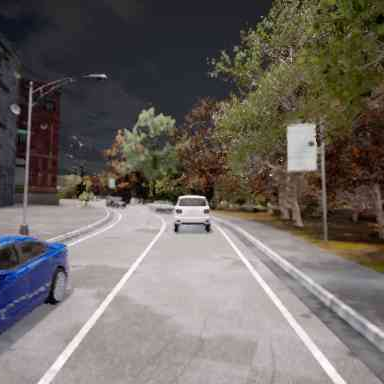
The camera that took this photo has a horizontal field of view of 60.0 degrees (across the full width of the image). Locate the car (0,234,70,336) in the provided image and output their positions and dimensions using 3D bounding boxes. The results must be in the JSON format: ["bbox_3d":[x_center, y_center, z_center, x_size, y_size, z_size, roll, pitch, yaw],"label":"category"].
[{"bbox_3d":[-3.613,1.487,5.309,1.882,1.535,5.008,0,0,0],"label":"car"}]

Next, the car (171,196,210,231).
[{"bbox_3d":[-0.107,1.267,21.292,2.150,2.045,5.566,0,0,-3],"label":"car"}]

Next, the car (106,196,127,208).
[{"bbox_3d":[-10.375,1.370,45.516,2.128,1.511,4.902,3,-1,-28],"label":"car"}]

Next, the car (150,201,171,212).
[{"bbox_3d":[-3.720,1.685,39.351,1.895,1.301,4.718,2,-1,-19],"label":"car"}]
